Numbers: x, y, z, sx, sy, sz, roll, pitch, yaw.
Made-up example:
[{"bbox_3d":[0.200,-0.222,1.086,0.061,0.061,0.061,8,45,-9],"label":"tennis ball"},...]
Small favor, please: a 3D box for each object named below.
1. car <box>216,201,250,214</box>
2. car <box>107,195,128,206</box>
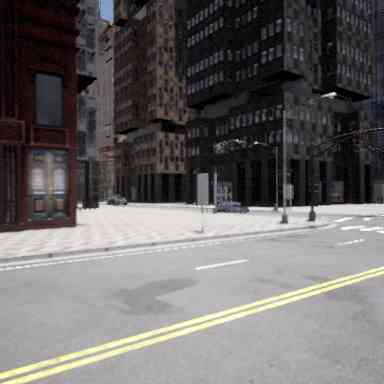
[{"bbox_3d":[4.311,1.716,36.325,1.994,1.385,4.181,0,0,-35],"label":"car"},{"bbox_3d":[-13.971,1.648,62.233,2.150,2.045,5.566,0,0,-35],"label":"car"}]
